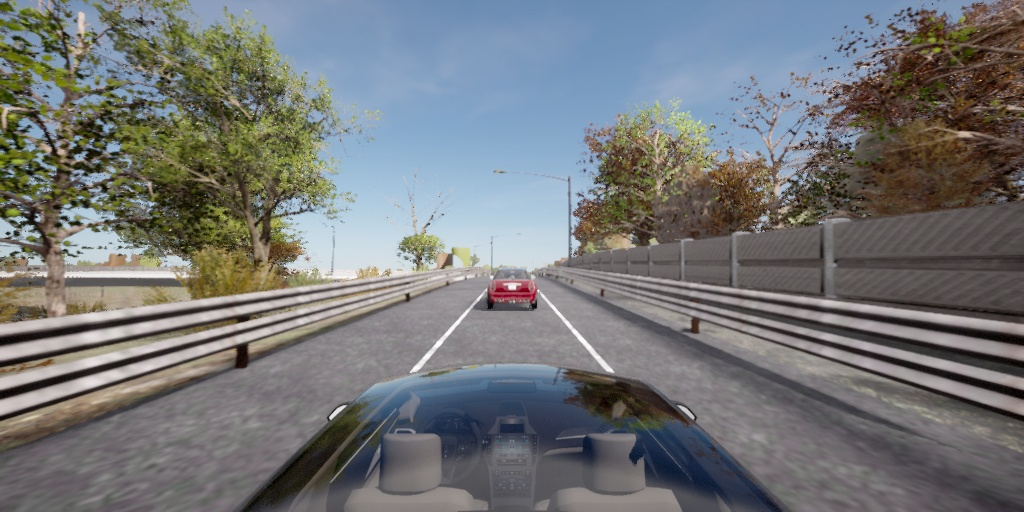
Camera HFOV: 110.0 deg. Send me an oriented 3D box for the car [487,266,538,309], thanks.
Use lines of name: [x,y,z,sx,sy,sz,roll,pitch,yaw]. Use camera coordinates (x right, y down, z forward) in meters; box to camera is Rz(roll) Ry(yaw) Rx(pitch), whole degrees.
car: [0.025,1.308,16.405,2.097,1.767,4.553,0,-1,0]
